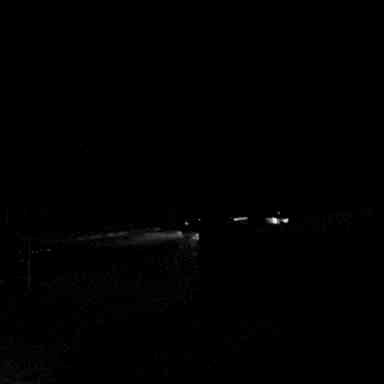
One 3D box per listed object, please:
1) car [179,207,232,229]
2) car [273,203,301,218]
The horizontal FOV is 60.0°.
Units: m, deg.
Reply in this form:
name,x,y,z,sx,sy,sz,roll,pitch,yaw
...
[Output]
name,x,y,z,sx,sy,sz,roll,pitch,yaw
car,1.070,1.819,23.686,2.128,1.511,4.902,0,0,36
car,10.497,1.940,36.642,2.128,1.511,4.902,0,0,36
